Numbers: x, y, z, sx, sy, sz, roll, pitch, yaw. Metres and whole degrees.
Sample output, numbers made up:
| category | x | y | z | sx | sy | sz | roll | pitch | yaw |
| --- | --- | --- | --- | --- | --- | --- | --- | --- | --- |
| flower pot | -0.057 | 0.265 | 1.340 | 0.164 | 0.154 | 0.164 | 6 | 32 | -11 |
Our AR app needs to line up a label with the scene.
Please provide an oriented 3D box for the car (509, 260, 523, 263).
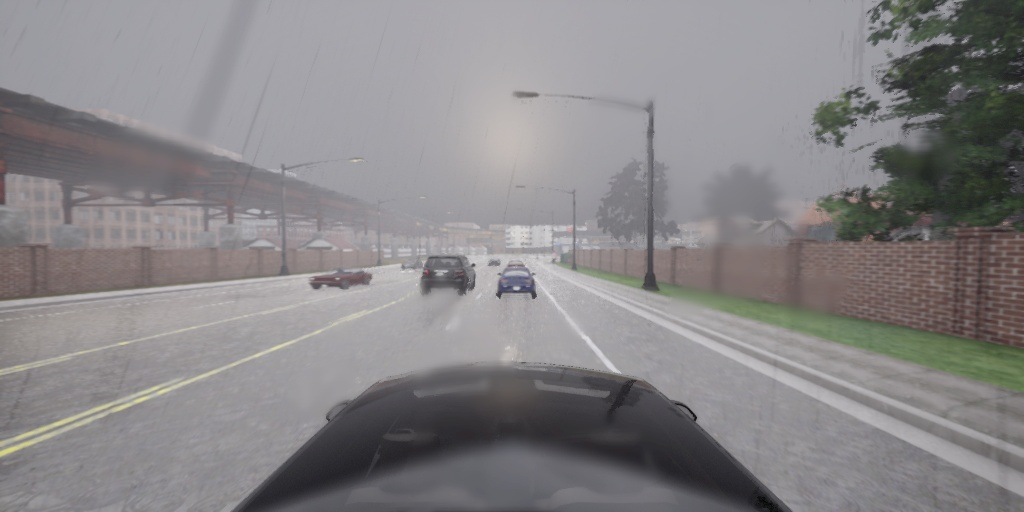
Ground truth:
| category | x | y | z | sx | sy | sz | roll | pitch | yaw |
| --- | --- | --- | --- | --- | --- | --- | --- | --- | --- |
| car | 0.415 | 1.202 | 38.262 | 1.882 | 1.535 | 5.008 | 0 | 0 | 1 |

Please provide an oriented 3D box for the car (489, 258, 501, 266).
| category | x | y | z | sx | sy | sz | roll | pitch | yaw |
| --- | --- | --- | --- | --- | --- | --- | --- | --- | --- |
| car | -2.873 | 1.009 | 61.026 | 1.895 | 1.301 | 4.718 | 0 | 1 | 1 |

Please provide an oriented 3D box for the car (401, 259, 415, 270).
| category | x | y | z | sx | sy | sz | roll | pitch | yaw |
| --- | --- | --- | --- | --- | --- | --- | --- | --- | --- |
| car | -13.599 | 1.124 | 48.805 | 2.128 | 1.511 | 4.902 | 0 | 1 | 1 |

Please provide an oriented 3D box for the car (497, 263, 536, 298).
| category | x | y | z | sx | sy | sz | roll | pitch | yaw |
| --- | --- | --- | --- | --- | --- | --- | --- | --- | --- |
| car | 0.230 | 1.273 | 18.368 | 1.812 | 1.442 | 4.674 | 0 | 0 | 1 |

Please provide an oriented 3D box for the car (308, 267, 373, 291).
| category | x | y | z | sx | sy | sz | roll | pitch | yaw |
| --- | --- | --- | --- | --- | --- | --- | --- | --- | --- |
| car | -10.403 | 1.352 | 22.126 | 1.895 | 1.301 | 4.718 | 0 | 0 | 1 |

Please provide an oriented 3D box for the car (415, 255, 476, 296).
| category | x | y | z | sx | sy | sz | roll | pitch | yaw |
| --- | --- | --- | --- | --- | --- | --- | --- | --- | --- |
| car | -3.261 | 0.969 | 19.319 | 2.150 | 2.045 | 5.566 | 0 | 0 | 1 |
